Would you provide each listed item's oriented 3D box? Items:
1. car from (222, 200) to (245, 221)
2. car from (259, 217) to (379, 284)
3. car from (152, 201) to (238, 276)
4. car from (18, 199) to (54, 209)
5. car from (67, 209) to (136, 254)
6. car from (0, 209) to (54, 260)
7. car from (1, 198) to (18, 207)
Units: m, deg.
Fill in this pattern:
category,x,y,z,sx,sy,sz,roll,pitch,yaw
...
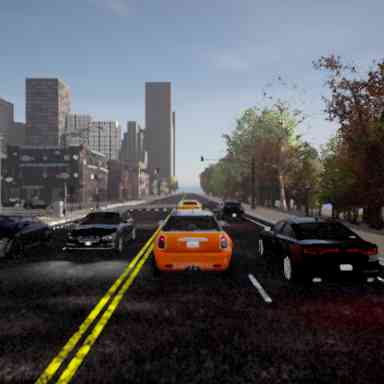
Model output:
category,x,y,z,sx,sy,sz,roll,pitch,yaw
car,3.093,1.446,26.868,1.837,1.490,4.892,0,0,-1
car,3.265,1.456,9.562,1.882,1.535,5.008,0,0,-1
car,0.006,1.328,10.421,2.097,1.767,4.553,0,0,0
car,-20.398,1.732,44.738,4.313,1.339,1.947,-1,1,-1
car,-3.469,1.479,13.471,1.837,1.490,4.892,0,0,-1
car,-6.706,1.542,12.132,1.994,1.385,4.181,0,0,-1
car,-28.819,1.715,53.163,4.403,1.369,2.008,-1,1,-1
